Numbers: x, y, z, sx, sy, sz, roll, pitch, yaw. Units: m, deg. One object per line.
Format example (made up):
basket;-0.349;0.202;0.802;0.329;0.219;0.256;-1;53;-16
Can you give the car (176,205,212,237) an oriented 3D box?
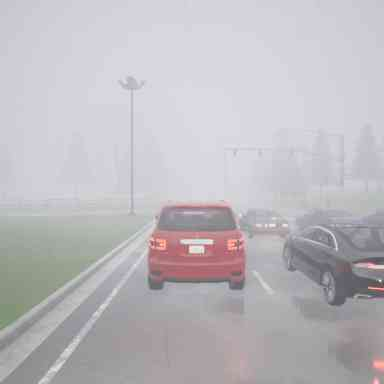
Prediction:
car;0.123;1.526;18.929;1.812;1.442;4.674;0;0;0

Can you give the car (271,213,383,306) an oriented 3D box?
car;3.615;1.492;8.012;2.128;1.511;4.902;0;0;0

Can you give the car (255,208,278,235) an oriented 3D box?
car;3.636;1.548;17.539;2.033;1.411;5.357;0;0;0

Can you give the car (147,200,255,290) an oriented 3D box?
car;0.112;1.221;9.225;2.150;2.045;5.566;0;0;0

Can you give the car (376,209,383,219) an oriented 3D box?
car;10.636;1.564;17.537;1.994;1.385;4.181;0;0;0

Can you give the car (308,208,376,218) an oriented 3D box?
car;7.137;1.547;17.654;2.033;1.411;5.357;0;0;0
